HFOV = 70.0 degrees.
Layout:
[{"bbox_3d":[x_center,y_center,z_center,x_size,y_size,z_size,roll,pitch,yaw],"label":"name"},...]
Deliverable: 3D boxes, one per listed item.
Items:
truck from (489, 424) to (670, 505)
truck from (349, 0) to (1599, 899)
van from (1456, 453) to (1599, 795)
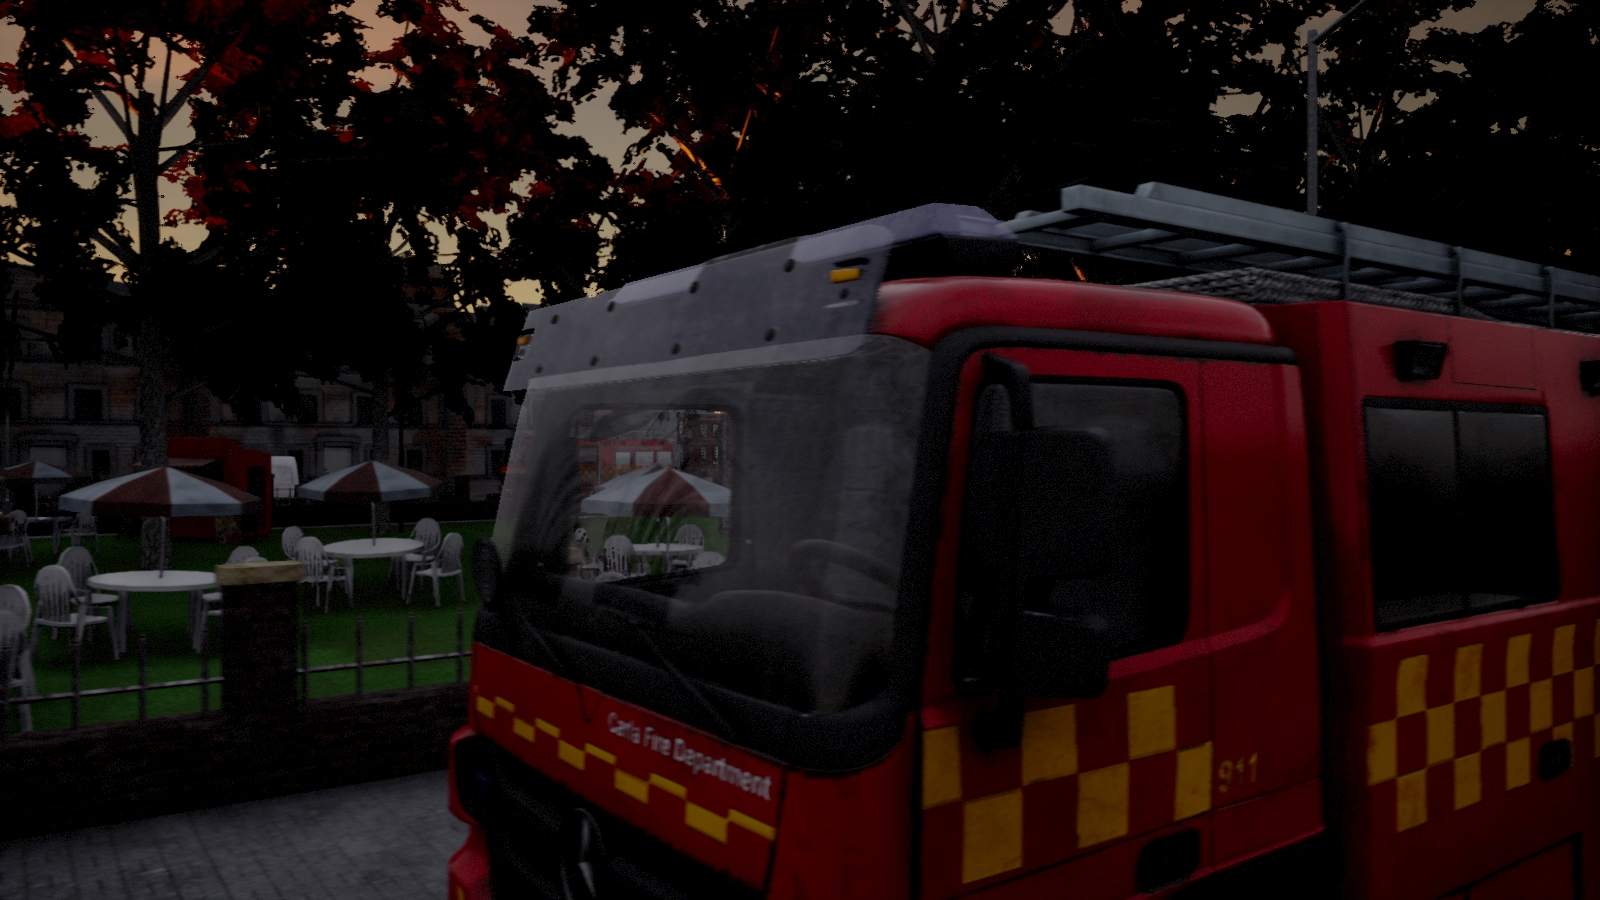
[{"bbox_3d":[-10.953,0.670,57.356,8.468,3.827,2.891,0,0,-35],"label":"truck"},{"bbox_3d":[2.301,0.670,6.309,8.468,3.827,2.891,0,0,-35],"label":"truck"},{"bbox_3d":[8.408,1.314,10.358,5.915,2.561,1.988,0,0,-36],"label":"van"}]
